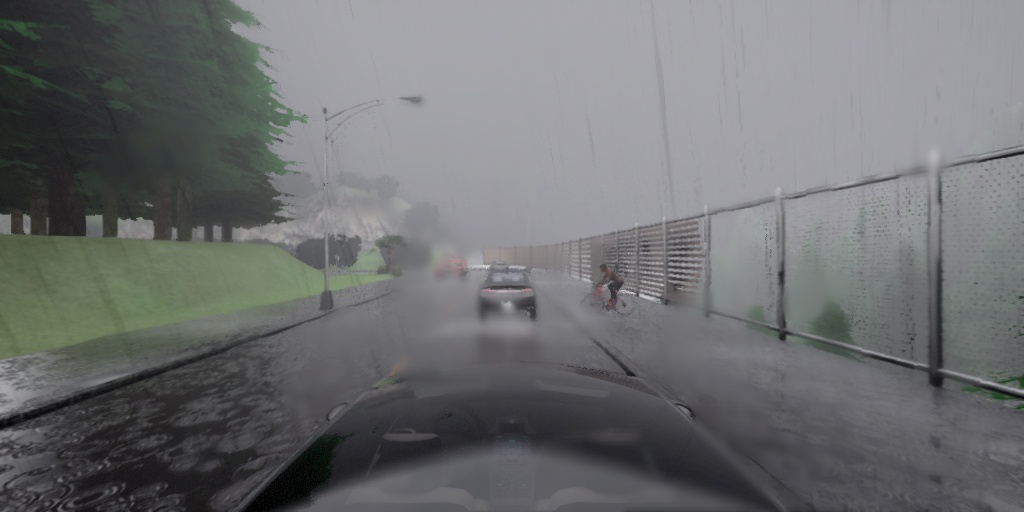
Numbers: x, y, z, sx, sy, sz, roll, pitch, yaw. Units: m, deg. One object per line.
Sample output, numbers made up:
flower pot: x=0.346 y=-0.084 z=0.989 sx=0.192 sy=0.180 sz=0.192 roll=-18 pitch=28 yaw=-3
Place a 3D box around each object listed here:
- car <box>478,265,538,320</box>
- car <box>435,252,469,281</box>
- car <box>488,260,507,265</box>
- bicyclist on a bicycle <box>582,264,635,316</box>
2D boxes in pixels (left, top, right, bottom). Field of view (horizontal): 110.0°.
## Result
car: x=-0.162 y=1.234 z=12.701 sx=2.128 sy=1.511 sz=4.902 roll=-1 pitch=0 yaw=-2
car: x=-4.716 y=0.718 z=28.884 sx=2.150 sy=2.045 sz=5.566 roll=-1 pitch=0 yaw=-2
car: x=-1.480 y=1.227 z=38.935 sx=2.128 sy=1.511 sz=4.902 roll=-1 pitch=0 yaw=-10
bicyclist on a bicycle: x=2.995 y=1.060 z=11.121 sx=1.656 sy=1.620 sz=0.582 roll=-1 pitch=0 yaw=-2
